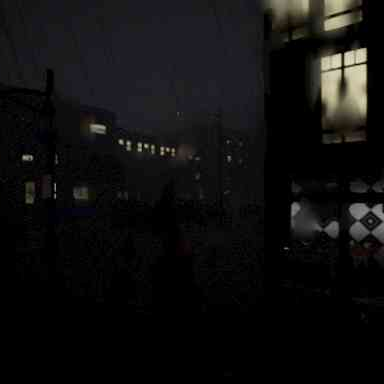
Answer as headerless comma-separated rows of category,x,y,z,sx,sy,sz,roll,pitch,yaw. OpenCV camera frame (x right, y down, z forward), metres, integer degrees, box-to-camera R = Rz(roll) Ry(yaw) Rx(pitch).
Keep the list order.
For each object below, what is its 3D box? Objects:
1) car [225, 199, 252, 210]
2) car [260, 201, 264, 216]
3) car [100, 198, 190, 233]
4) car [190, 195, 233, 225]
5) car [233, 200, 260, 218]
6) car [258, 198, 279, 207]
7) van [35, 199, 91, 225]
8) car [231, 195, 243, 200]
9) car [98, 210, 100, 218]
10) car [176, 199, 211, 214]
car,6.615,1.724,47.161,2.008,1.369,4.403,-1,-1,36
car,7.013,1.658,33.303,1.947,1.339,4.313,-1,-1,36
car,-2.623,1.351,19.820,2.192,1.841,5.009,-1,-1,36
car,0.588,1.369,24.315,2.192,1.841,5.009,-1,-1,36
car,3.801,1.617,28.808,1.887,1.381,4.507,-1,-1,36
car,12.938,1.743,56.012,1.752,1.417,4.829,-1,-1,36
van,-9.443,1.417,24.689,1.690,1.788,3.998,-1,-1,36
car,3.780,1.350,38.726,2.150,2.045,5.566,0,0,36
car,-6.231,1.534,29.183,1.967,1.590,4.097,-1,-1,36
car,0.192,1.572,38.174,1.967,1.590,4.097,-1,-1,36
